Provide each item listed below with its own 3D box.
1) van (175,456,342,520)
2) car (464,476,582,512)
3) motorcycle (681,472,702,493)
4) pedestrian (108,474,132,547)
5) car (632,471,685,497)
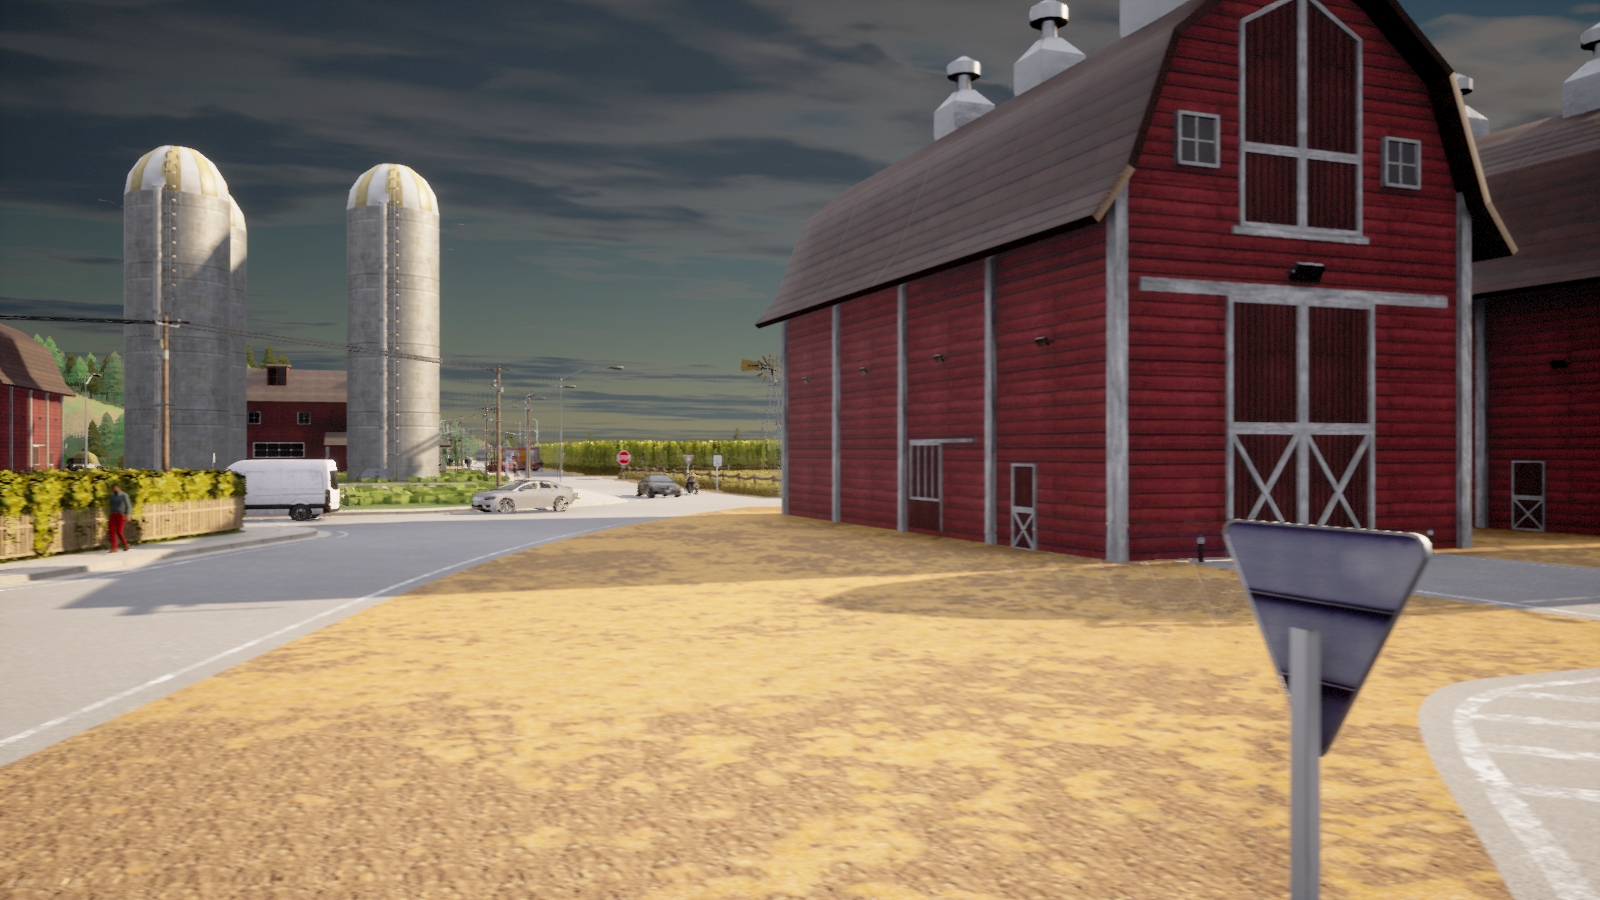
[{"bbox_3d":[-22.387,1.541,47.474,5.915,2.561,1.988,0,0,-11],"label":"van"},{"bbox_3d":[-12.687,1.985,52.561,2.128,1.511,4.902,0,0,45],"label":"car"},{"bbox_3d":[-7.207,2.153,76.080,0.764,1.307,2.356,0,0,-21],"label":"motorcycle"},{"bbox_3d":[-17.467,1.557,29.347,0.375,1.860,0.375,0,0,4],"label":"pedestrian"},{"bbox_3d":[-8.804,2.081,70.668,2.002,1.442,4.674,0,0,-23],"label":"car"}]
